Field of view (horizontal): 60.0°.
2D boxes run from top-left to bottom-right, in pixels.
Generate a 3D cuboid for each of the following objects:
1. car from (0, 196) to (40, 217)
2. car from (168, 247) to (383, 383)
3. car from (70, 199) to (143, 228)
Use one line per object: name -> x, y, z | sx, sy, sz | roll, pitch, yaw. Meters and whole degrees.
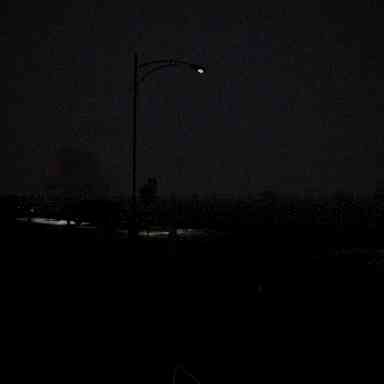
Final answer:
car -> -13.605, 1.055, 25.543 | 4.902, 1.511, 2.128 | 1, 0, 36
car -> 2.069, 1.513, 3.911 | 4.892, 1.490, 1.837 | 0, 0, -31
car -> -5.092, 1.180, 19.585 | 5.008, 1.535, 1.882 | 1, 0, 35
